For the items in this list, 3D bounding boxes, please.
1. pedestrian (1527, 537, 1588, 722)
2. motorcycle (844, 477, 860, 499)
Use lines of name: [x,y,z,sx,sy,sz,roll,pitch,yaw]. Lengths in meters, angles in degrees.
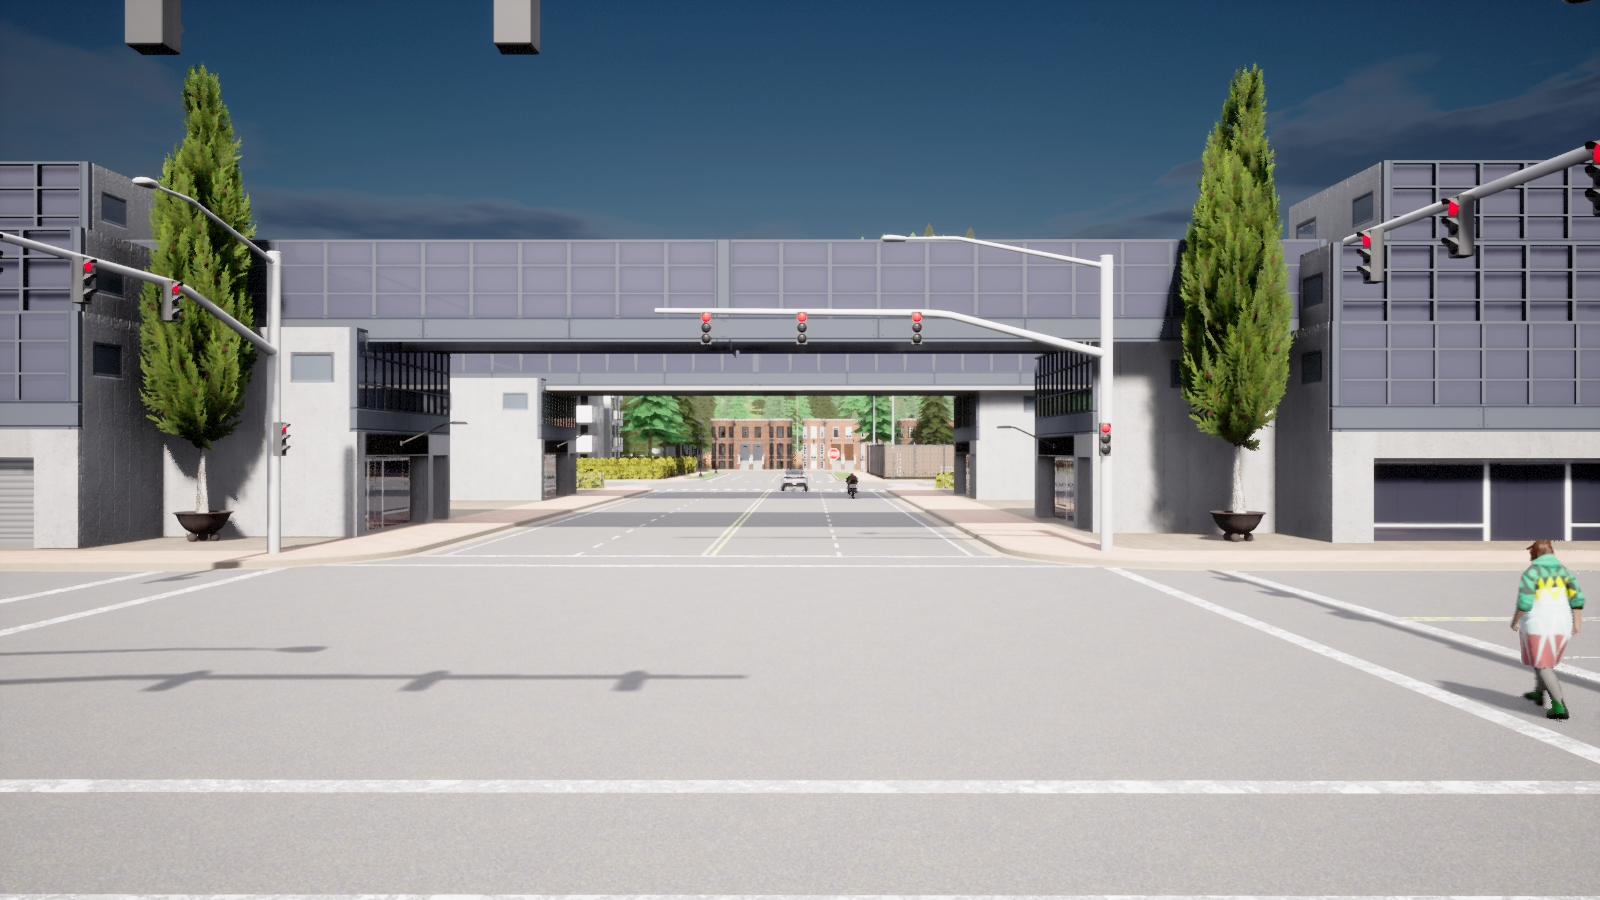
pedestrian: [7.858,1.848,11.862,0.375,1.860,0.375,0,0,-2]
motorcycle: [3.051,2.205,66.867,0.867,1.251,2.209,0,0,0]
